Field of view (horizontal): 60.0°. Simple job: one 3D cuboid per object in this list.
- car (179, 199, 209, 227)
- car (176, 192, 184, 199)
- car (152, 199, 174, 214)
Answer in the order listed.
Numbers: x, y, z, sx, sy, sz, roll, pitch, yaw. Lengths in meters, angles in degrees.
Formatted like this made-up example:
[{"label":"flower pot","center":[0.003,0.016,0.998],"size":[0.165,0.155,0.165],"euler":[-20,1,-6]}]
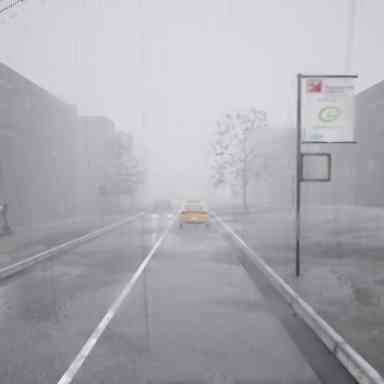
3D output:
[{"label":"car","center":[0.157,1.466,22.590],"size":[1.882,1.535,5.008],"euler":[0,0,0]},{"label":"car","center":[-2.745,0.766,76.602],"size":[1.882,1.535,5.008],"euler":[0,2,0]},{"label":"car","center":[-2.991,1.486,35.270],"size":[1.837,1.490,4.892],"euler":[0,0,0]}]
